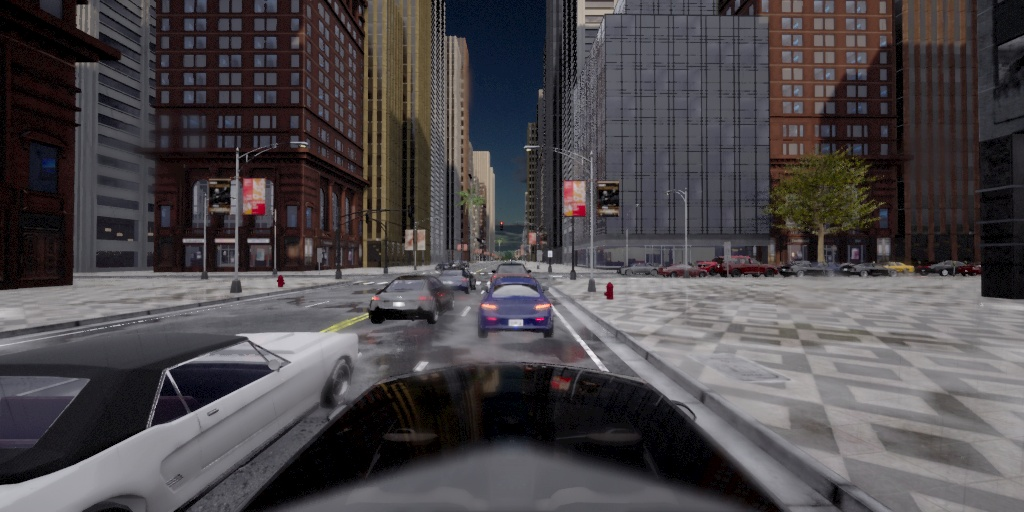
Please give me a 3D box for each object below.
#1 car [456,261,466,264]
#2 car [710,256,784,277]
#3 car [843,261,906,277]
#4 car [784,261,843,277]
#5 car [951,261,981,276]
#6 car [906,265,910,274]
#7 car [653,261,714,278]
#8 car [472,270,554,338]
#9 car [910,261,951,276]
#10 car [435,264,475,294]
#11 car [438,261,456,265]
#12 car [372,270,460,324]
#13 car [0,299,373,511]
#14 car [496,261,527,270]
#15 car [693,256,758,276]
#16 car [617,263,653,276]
[{"bbox_3d":[-9.905,1.542,63.068,2.128,1.511,4.902,0,0,0],"label":"car"},{"bbox_3d":[20.912,1.039,32.194,5.009,1.841,2.192,0,0,-1],"label":"car"},{"bbox_3d":[32.186,1.258,32.385,4.313,1.339,1.948,0,0,-1],"label":"car"},{"bbox_3d":[26.549,1.274,32.290,4.313,1.339,1.948,0,0,-1],"label":"car"},{"bbox_3d":[43.462,1.212,32.577,4.507,1.381,1.888,0,0,-1],"label":"car"},{"bbox_3d":[43.153,1.293,41.097,4.829,1.417,1.751,0,0,-1],"label":"car"},{"bbox_3d":[15.273,1.325,32.099,4.207,1.307,1.802,0,0,-1],"label":"car"},{"bbox_3d":[0.093,1.284,10.062,1.812,1.442,4.674,0,0,0],"label":"car"},{"bbox_3d":[42.752,1.204,35.190,4.892,1.490,1.837,0,-1,-1],"label":"car"},{"bbox_3d":[-3.177,1.352,20.439,1.994,1.385,4.181,0,0,0],"label":"car"},{"bbox_3d":[-9.914,1.542,52.783,1.994,1.385,4.181,0,0,0],"label":"car"},{"bbox_3d":[-3.166,1.326,12.051,1.994,1.385,4.181,0,0,0],"label":"car"},{"bbox_3d":[-3.156,1.351,3.228,1.895,1.301,4.718,0,0,0],"label":"car"},{"bbox_3d":[-0.025,1.134,19.048,2.097,1.767,4.553,0,0,0],"label":"car"},{"bbox_3d":[22.536,1.009,38.001,5.566,2.045,2.150,0,-1,-1],"label":"car"},{"bbox_3d":[13.233,1.383,37.841,4.181,1.385,1.994,0,-1,-1],"label":"car"}]
